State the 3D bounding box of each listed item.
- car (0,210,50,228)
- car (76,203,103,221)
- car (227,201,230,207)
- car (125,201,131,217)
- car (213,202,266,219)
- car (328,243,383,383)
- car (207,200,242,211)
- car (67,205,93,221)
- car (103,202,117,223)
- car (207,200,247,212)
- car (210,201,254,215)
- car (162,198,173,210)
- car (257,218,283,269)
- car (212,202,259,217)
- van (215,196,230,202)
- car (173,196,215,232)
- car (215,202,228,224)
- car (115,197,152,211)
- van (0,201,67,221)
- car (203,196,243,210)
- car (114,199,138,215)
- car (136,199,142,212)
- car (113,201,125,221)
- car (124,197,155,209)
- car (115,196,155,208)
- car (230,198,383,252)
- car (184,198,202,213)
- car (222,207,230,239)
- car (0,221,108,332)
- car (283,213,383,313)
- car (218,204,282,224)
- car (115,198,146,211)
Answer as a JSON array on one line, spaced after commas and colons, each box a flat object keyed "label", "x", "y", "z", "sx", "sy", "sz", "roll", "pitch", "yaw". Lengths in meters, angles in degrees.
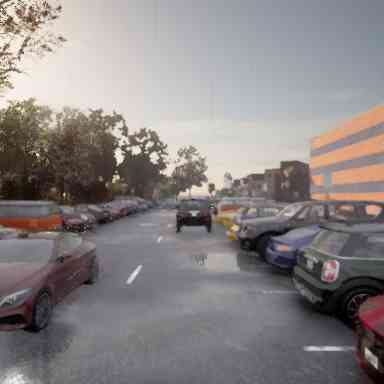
[{"label": "car", "x": -8.152, "y": 1.575, "z": 11.992, "sx": 4.892, "sy": 1.521, "sz": 2.231, "roll": 0, "pitch": 0, "yaw": 0}, {"label": "car", "x": -8.169, "y": 1.513, "z": 20.339, "sx": 4.553, "sy": 1.767, "sz": 2.185, "roll": 0, "pitch": 0, "yaw": 0}, {"label": "car", "x": 4.397, "y": 1.492, "z": 17.696, "sx": 4.553, "sy": 1.767, "sz": 2.185, "roll": 0, "pitch": 0, "yaw": 0}, {"label": "car", "x": -8.161, "y": 1.735, "z": 28.932, "sx": 4.792, "sy": 1.488, "sz": 2.163, "roll": 0, "pitch": 0, "yaw": 0}, {"label": "car", "x": 4.468, "y": 1.757, "z": 31.823, "sx": 4.792, "sy": 1.488, "sz": 2.163, "roll": 0, "pitch": 0, "yaw": 0}, {"label": "car", "x": 4.422, "y": 1.508, "z": 3.567, "sx": 5.008, "sy": 1.535, "sz": 2.097, "roll": 0, "pitch": 0, "yaw": 0}, {"label": "car", "x": 4.452, "y": 1.871, "z": 45.953, "sx": 4.674, "sy": 1.452, "sz": 2.002, "roll": 0, "pitch": 0, "yaw": 0}, {"label": "car", "x": -8.146, "y": 1.616, "z": 17.515, "sx": 5.008, "sy": 1.535, "sz": 2.097, "roll": 0, "pitch": 0, "yaw": 0}, {"label": "car", "x": -8.131, "y": 1.660, "z": 23.161, "sx": 5.008, "sy": 1.535, "sz": 2.097, "roll": 0, "pitch": 0, "yaw": 0}, {"label": "car", "x": 4.453, "y": 1.812, "z": 43.125, "sx": 5.008, "sy": 1.535, "sz": 2.097, "roll": 0, "pitch": 0, "yaw": 0}, {"label": "car", "x": 4.446, "y": 1.811, "z": 37.475, "sx": 4.674, "sy": 1.452, "sz": 2.002, "roll": 0, "pitch": 0, "yaw": 0}, {"label": "car", "x": -3.284, "y": 1.731, "z": 50.617, "sx": 2.097, "sy": 1.767, "sz": 4.553, "roll": 0, "pitch": 0, "yaw": 0}, {"label": "car", "x": 4.419, "y": 1.592, "z": 9.218, "sx": 4.674, "sy": 1.452, "sz": 2.002, "roll": 0, "pitch": 0, "yaw": 0}, {"label": "car", "x": 4.438, "y": 1.790, "z": 34.649, "sx": 4.674, "sy": 1.452, "sz": 2.002, "roll": 0, "pitch": 0, "yaw": 0}, {"label": "van", "x": 4.320, "y": 1.480, "z": 29.000, "sx": 4.442, "sy": 1.987, "sz": 1.878, "roll": 0, "pitch": 0, "yaw": 0}, {"label": "car", "x": 0.117, "y": 1.391, "z": 21.654, "sx": 2.150, "sy": 2.045, "sz": 5.566, "roll": 0, "pitch": 0, "yaw": 0}, {"label": "car", "x": 4.247, "y": 1.659, "z": 23.347, "sx": 5.366, "sy": 1.575, "sz": 1.946, "roll": 0, "pitch": 0, "yaw": 0}, {"label": "car", "x": -8.132, "y": 1.813, "z": 43.051, "sx": 4.892, "sy": 1.521, "sz": 2.231, "roll": 0, "pitch": 0, "yaw": 0}, {"label": "van", "x": -8.258, "y": 1.369, "z": 14.819, "sx": 4.442, "sy": 1.987, "sz": 1.878, "roll": 0, "pitch": -1, "yaw": 0}, {"label": "car", "x": 4.480, "y": 1.598, "z": 48.779, "sx": 5.566, "sy": 2.045, "sz": 2.435, "roll": 0, "pitch": 0, "yaw": 0}, {"label": "car", "x": -8.125, "y": 1.727, "z": 31.757, "sx": 5.008, "sy": 1.535, "sz": 2.097, "roll": 0, "pitch": 0, "yaw": 0}, {"label": "car", "x": -8.122, "y": 1.749, "z": 34.580, "sx": 5.008, "sy": 1.535, "sz": 2.097, "roll": 0, "pitch": 0, "yaw": 0}, {"label": "car", "x": -8.138, "y": 1.682, "z": 25.985, "sx": 5.008, "sy": 1.535, "sz": 2.097, "roll": 0, "pitch": 0, "yaw": 0}, {"label": "car", "x": -8.056, "y": 1.733, "z": 51.531, "sx": 4.553, "sy": 1.767, "sz": 2.185, "roll": 0, "pitch": -1, "yaw": 0}, {"label": "car", "x": -8.095, "y": 1.579, "z": 45.752, "sx": 5.566, "sy": 2.045, "sz": 2.435, "roll": 0, "pitch": 0, "yaw": 0}, {"label": "car", "x": 4.395, "y": 1.323, "z": 12.046, "sx": 5.566, "sy": 2.045, "sz": 2.435, "roll": 0, "pitch": 0, "yaw": 0}, {"label": "car", "x": 0.133, "y": 1.679, "z": 42.430, "sx": 2.097, "sy": 1.767, "sz": 4.553, "roll": 0, "pitch": 0, "yaw": 0}, {"label": "car", "x": 4.241, "y": 1.593, "z": 14.870, "sx": 5.366, "sy": 1.575, "sz": 1.946, "roll": 0, "pitch": 0, "yaw": 0}, {"label": "car", "x": -3.345, "y": 1.581, "z": 7.045, "sx": 1.812, "sy": 1.442, "sz": 4.674, "roll": 0, "pitch": 0, "yaw": 0}, {"label": "car", "x": 4.388, "y": 1.405, "z": 6.394, "sx": 4.553, "sy": 1.767, "sz": 2.185, "roll": 0, "pitch": 0, "yaw": 0}, {"label": "car", "x": 4.437, "y": 1.724, "z": 26.172, "sx": 4.674, "sy": 1.452, "sz": 2.002, "roll": 0, "pitch": 0, "yaw": 0}, {"label": "car", "x": -8.121, "y": 1.772, "z": 37.404, "sx": 4.892, "sy": 1.521, "sz": 2.231, "roll": 0, "pitch": 0, "yaw": 0}]
